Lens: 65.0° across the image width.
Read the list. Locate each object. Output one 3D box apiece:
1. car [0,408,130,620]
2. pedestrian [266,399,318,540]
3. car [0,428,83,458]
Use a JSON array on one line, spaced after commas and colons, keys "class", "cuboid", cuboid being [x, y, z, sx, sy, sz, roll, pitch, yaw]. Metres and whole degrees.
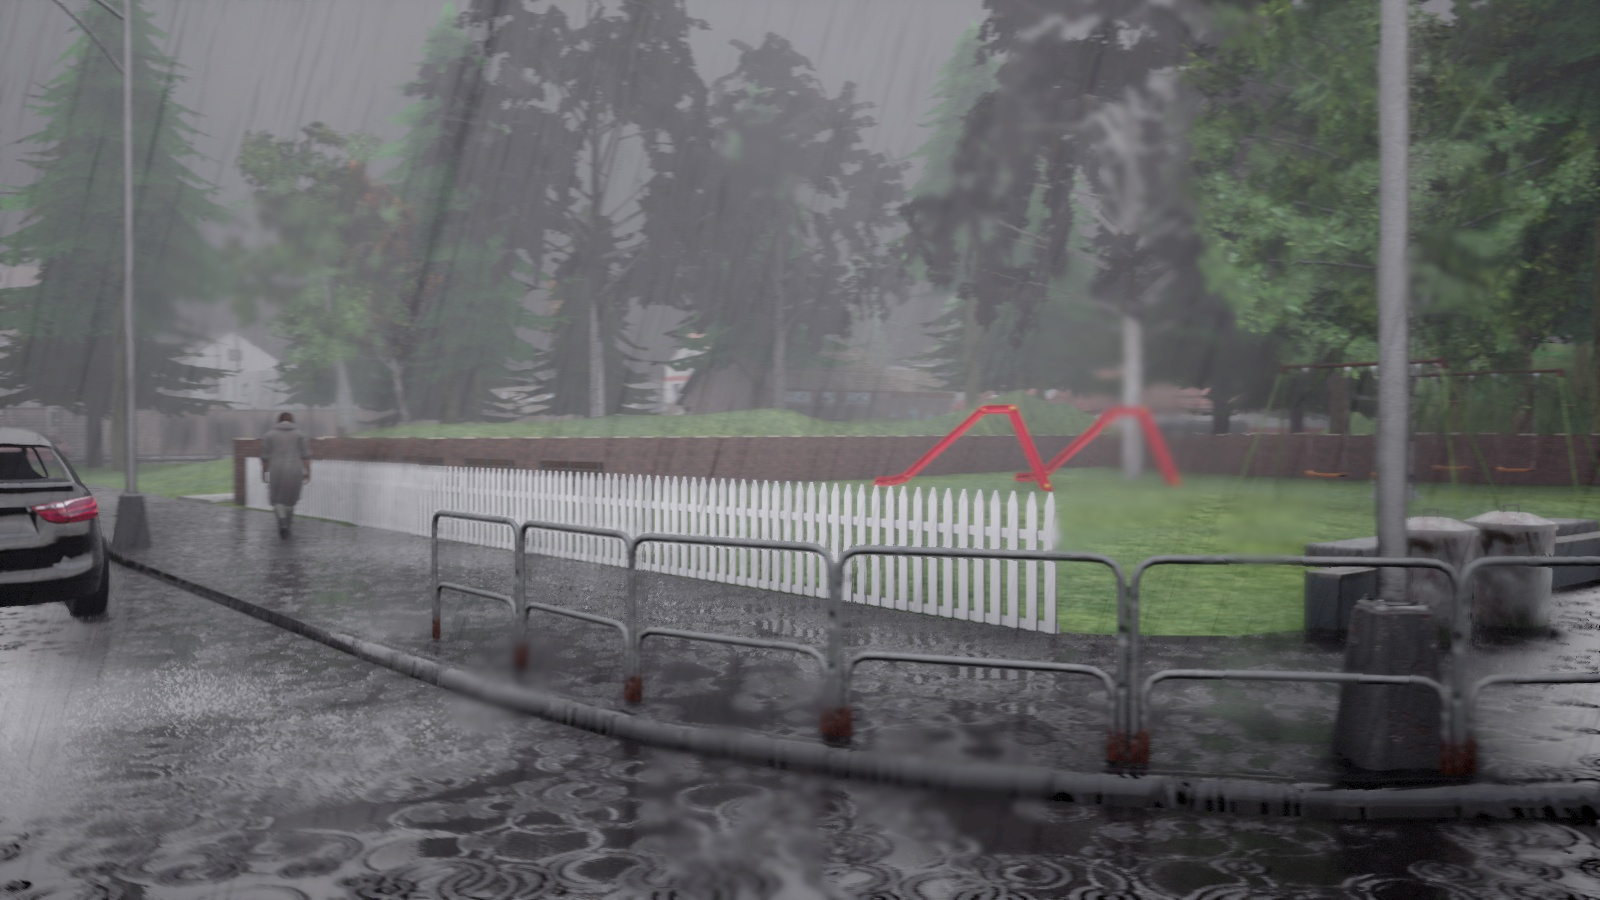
[{"class": "car", "cuboid": [-7.863, 0.480, 11.532, 2.242, 1.667, 4.611, 0, 1, -38]}, {"class": "pedestrian", "cuboid": [-7.243, 0.264, 17.888, 0.659, 1.952, 0.873, 0, 1, -24]}, {"class": "car", "cuboid": [-42.295, -0.398, 69.796, 3.988, 1.617, 1.851, 0, 1, -38]}]
